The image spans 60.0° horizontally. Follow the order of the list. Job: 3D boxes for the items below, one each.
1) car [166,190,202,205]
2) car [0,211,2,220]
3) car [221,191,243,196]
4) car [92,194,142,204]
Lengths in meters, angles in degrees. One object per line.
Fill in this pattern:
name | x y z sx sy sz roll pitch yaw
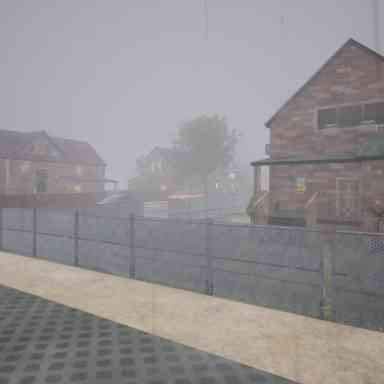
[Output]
car | -0.761 0.589 36.277 2.097 1.767 4.553 1 2 36
car | -13.379 1.228 18.478 1.882 1.535 5.008 1 2 35
car | 5.613 0.581 45.229 1.895 1.301 4.718 1 2 36
car | -6.348 0.970 28.408 1.837 1.490 4.892 1 2 35
